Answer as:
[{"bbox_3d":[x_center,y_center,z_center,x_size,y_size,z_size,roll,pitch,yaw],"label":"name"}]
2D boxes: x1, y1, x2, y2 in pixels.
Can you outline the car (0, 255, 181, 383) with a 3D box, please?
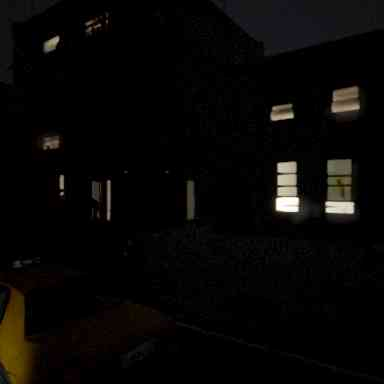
[{"bbox_3d":[-2.405,1.565,4.591,4.829,1.417,1.752,-1,0,36],"label":"car"}]
